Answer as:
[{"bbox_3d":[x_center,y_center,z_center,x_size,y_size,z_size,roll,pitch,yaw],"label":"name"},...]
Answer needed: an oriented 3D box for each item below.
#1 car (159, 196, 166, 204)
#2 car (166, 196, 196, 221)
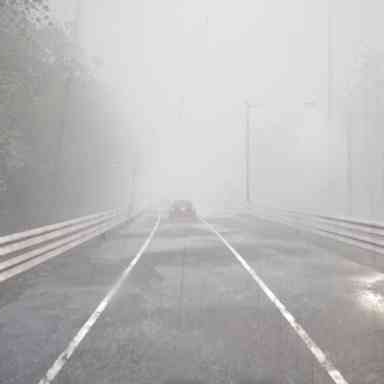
[{"bbox_3d":[-5.098,1.531,62.277,1.837,1.490,4.892,0,0,-10],"label":"car"},{"bbox_3d":[-0.873,1.363,27.443,2.097,1.767,4.553,0,0,-4],"label":"car"}]
